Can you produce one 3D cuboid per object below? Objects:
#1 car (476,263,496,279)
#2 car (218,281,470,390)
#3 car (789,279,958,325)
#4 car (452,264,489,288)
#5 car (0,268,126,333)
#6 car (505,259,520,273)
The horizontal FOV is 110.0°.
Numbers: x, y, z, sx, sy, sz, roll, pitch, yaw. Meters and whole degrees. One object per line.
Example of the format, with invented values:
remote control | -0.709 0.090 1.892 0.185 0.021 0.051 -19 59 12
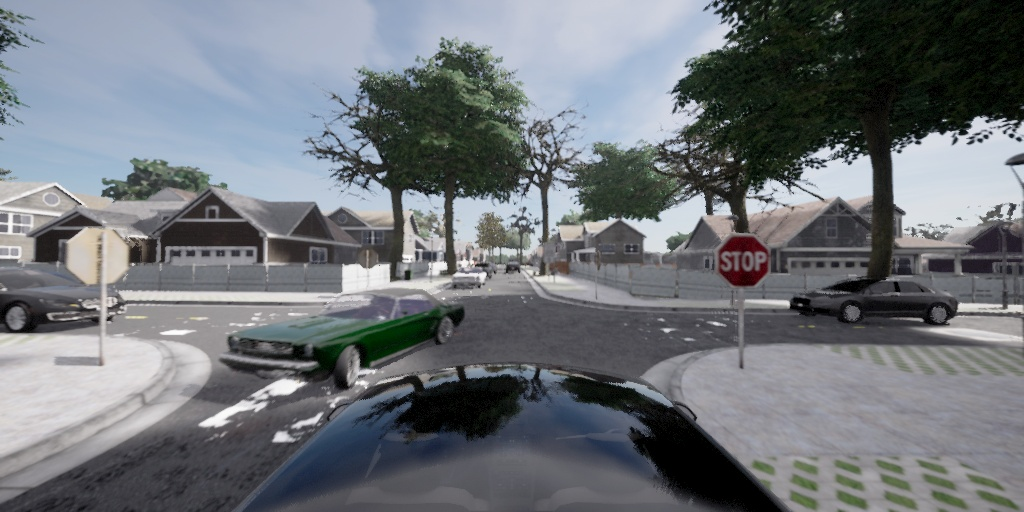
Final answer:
car | -2.824 1.392 34.712 1.837 1.490 4.892 0 0 0
car | -2.775 1.359 7.136 1.895 1.301 4.718 0 0 18
car | 12.533 1.526 12.604 4.892 1.490 1.837 1 -1 -1
car | -2.837 1.418 24.340 1.895 1.301 4.718 0 0 0
car | -12.942 1.059 9.280 4.892 1.490 1.837 1 -1 2
car | 0.125 1.509 49.457 1.882 1.535 5.008 0 -1 0
